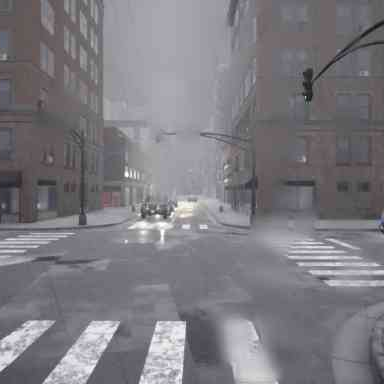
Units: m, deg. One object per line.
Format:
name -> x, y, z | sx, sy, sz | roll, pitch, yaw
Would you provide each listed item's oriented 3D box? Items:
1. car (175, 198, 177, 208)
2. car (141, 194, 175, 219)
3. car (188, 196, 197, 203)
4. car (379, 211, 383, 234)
car -> -3.122, 1.546, 39.421 | 1.812, 1.442, 4.674 | 0, 0, 0
car -> -3.102, 1.236, 29.748 | 2.150, 2.045, 5.566 | 0, 0, 2
car -> 0.067, 1.520, 69.997 | 2.128, 1.511, 4.902 | 0, 0, 0
car -> 11.040, 1.617, 14.647 | 4.718, 1.301, 1.895 | 0, 0, 2
